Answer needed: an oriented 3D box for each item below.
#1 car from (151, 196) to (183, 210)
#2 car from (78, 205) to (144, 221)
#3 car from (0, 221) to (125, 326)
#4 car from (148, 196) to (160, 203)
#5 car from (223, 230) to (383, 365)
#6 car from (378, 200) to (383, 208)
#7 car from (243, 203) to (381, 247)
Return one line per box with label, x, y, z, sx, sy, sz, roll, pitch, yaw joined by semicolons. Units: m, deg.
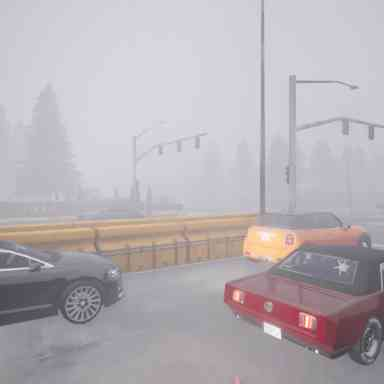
car;-3.017;1.352;42.217;2.097;1.767;4.553;0;0;-36
car;-5.224;1.564;21.786;4.181;1.385;1.994;0;0;-36
car;-3.560;1.492;5.498;4.902;1.511;2.128;0;0;-36
car;-7.972;1.514;70.211;2.033;1.411;5.357;0;0;-2
car;2.904;1.601;5.823;4.718;1.301;1.895;0;0;-36
car;26.720;1.547;44.591;5.357;1.411;2.033;0;0;-36
car;3.854;1.352;10.803;4.553;1.767;2.097;0;0;-36
